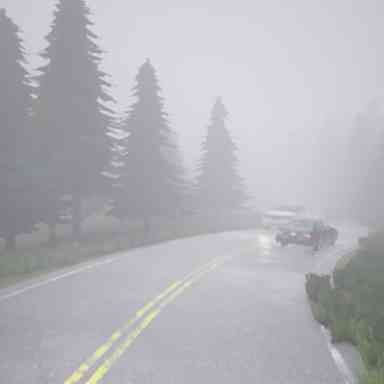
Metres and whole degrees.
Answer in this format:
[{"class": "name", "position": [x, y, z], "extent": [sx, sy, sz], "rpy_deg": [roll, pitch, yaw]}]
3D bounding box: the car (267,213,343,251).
[{"class": "car", "position": [6.009, 2.046, 17.050], "extent": [2.033, 1.411, 5.357], "rpy_deg": [4, 0, 35]}]

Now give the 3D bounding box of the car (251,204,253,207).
[{"class": "car", "position": [10.890, 2.942, 65.477], "extent": [1.882, 1.535, 5.008], "rpy_deg": [0, -1, -12]}]

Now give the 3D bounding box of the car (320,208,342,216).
[{"class": "car", "position": [15.926, 2.569, 38.217], "extent": [2.128, 1.511, 4.902], "rpy_deg": [1, -1, 12]}]

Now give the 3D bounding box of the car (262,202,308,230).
[{"class": "car", "position": [7.071, 1.787, 24.706], "extent": [2.150, 2.045, 5.566], "rpy_deg": [4, 0, 32]}]
